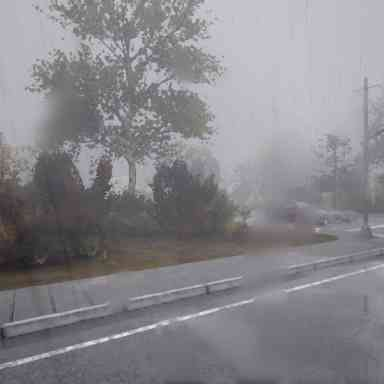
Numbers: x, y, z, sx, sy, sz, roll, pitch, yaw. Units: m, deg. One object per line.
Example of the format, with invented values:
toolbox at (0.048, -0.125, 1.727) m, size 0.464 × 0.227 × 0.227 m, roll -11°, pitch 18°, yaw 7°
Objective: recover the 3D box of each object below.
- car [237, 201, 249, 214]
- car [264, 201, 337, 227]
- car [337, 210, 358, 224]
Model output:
car at (3.375, 1.441, 34.091) m, size 2.150 × 2.045 × 5.566 m, roll 0°, pitch 0°, yaw -42°
car at (7.432, 1.426, 23.655) m, size 2.097 × 1.767 × 4.553 m, roll 0°, pitch -1°, yaw -38°
car at (10.226, 1.675, 25.857) m, size 1.895 × 1.301 × 4.718 m, roll 0°, pitch -1°, yaw -39°
